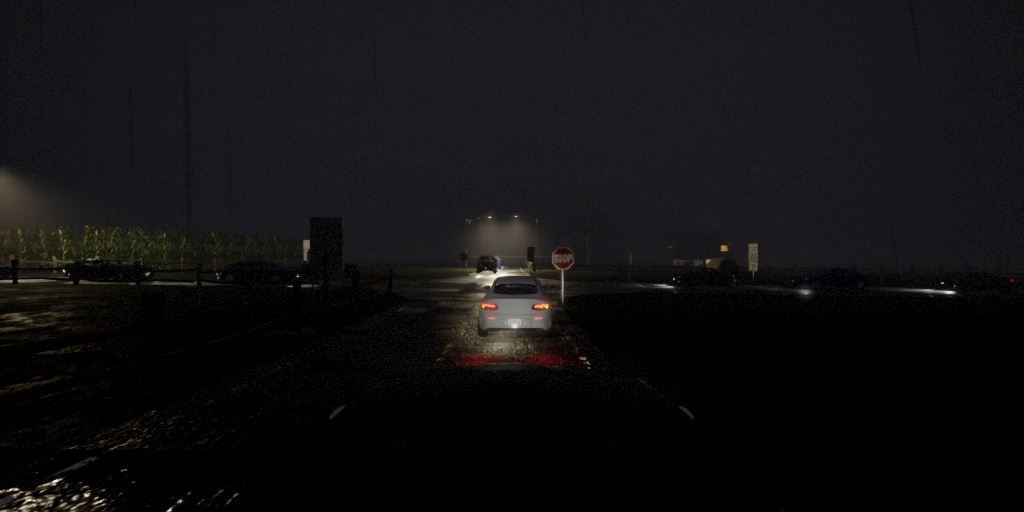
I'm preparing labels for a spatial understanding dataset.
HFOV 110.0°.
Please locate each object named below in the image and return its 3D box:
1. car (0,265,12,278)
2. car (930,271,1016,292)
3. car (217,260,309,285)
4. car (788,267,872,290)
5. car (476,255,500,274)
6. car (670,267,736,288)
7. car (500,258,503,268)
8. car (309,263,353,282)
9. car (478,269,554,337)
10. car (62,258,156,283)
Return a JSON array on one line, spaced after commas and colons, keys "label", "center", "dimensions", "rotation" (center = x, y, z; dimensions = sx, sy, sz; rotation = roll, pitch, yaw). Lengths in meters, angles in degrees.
[{"label": "car", "center": [-36.305, 0.869, 23.754], "dimensions": [4.718, 1.301, 1.895], "rotation": [1, 1, 1]}, {"label": "car", "center": [32.611, 1.777, 25.473], "dimensions": [4.181, 1.385, 1.994], "rotation": [1, 1, 1]}, {"label": "car", "center": [-16.396, 1.054, 23.426], "dimensions": [4.892, 1.490, 1.837], "rotation": [1, 1, 0]}, {"label": "car", "center": [22.650, 1.540, 25.653], "dimensions": [5.008, 1.535, 1.882], "rotation": [1, 1, 1]}, {"label": "car", "center": [-2.832, 0.956, 41.175], "dimensions": [2.150, 2.045, 5.566], "rotation": [0, 1, 0]}, {"label": "car", "center": [13.660, 1.495, 25.807], "dimensions": [4.181, 1.385, 1.994], "rotation": [1, 1, 1]}, {"label": "car", "center": [-2.830, 0.947, 55.357], "dimensions": [2.150, 2.045, 5.566], "rotation": [0, 1, -1]}, {"label": "car", "center": [-14.134, 1.043, 26.265], "dimensions": [4.892, 1.490, 1.837], "rotation": [1, 2, -1]}, {"label": "car", "center": [0.132, 1.273, 10.127], "dimensions": [1.812, 1.442, 4.674], "rotation": [0, 0, 2]}, {"label": "car", "center": [-26.378, 0.900, 23.571], "dimensions": [4.902, 1.511, 2.128], "rotation": [1, 1, 1]}]
